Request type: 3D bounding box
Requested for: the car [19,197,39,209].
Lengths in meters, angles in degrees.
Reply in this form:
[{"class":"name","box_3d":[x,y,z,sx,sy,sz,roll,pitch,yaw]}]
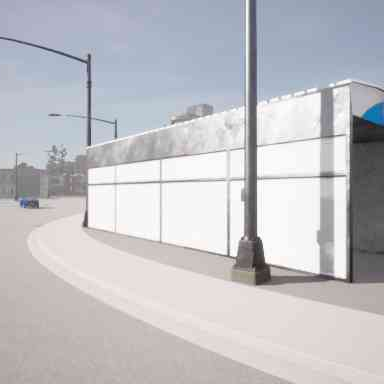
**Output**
[{"class":"car","box_3d":[-22.566,1.457,46.095,1.882,1.535,5.008,0,0,-35]}]
